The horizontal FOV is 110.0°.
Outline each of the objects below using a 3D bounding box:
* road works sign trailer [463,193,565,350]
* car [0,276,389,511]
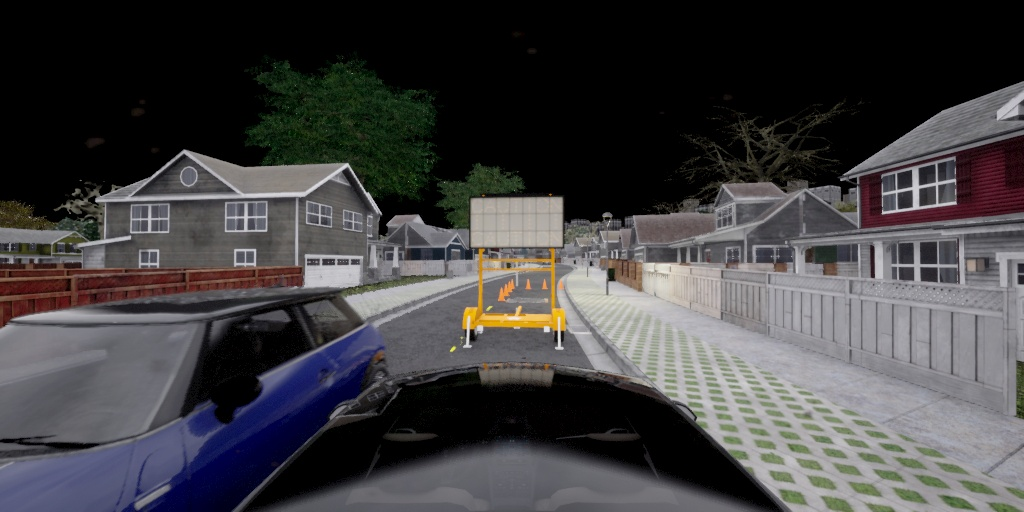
[{"bbox_3d":[0.131,0.218,9.160,2.380,3.560,2.880,0,0,5],"label":"road works sign trailer"},{"bbox_3d":[-2.593,1.102,2.563,2.097,1.767,4.553,0,0,1],"label":"car"}]
